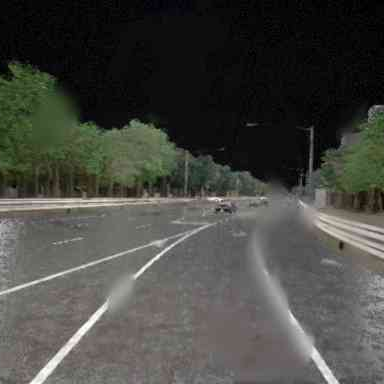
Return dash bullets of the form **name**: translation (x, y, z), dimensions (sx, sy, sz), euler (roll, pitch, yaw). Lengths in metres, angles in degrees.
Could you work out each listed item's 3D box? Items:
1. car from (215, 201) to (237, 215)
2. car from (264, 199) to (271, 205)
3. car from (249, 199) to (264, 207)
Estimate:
- **car**: translation (3.995, 1.787, 38.634), dimensions (1.837, 1.490, 4.892), euler (2, 0, 17)
- **car**: translation (18.670, 2.486, 85.881), dimensions (1.837, 1.490, 4.892), euler (2, 0, 17)
- **car**: translation (12.790, 2.295, 66.955), dimensions (1.895, 1.301, 4.718), euler (2, 0, 17)
